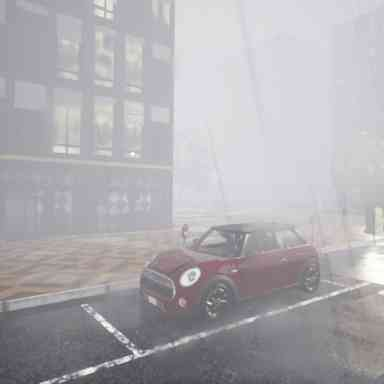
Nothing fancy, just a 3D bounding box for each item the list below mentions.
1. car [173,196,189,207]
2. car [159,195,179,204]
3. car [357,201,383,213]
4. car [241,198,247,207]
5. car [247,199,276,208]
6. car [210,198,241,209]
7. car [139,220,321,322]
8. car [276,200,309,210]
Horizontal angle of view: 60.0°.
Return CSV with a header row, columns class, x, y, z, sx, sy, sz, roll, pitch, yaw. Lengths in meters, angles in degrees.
class,x,y,z,sx,sy,sz,roll,pitch,yaw
car,-2.235,1.719,55.867,1.887,1.381,4.507,1,-1,-35
car,-5.224,1.706,74.592,2.192,1.841,5.009,1,-1,-35
car,20.992,1.712,37.567,1.947,1.339,4.313,1,-1,-35
car,7.884,1.708,56.079,1.967,1.590,4.097,1,-1,-35
car,11.161,1.782,51.450,1.887,1.381,4.507,1,-1,-35
car,4.319,1.664,46.612,2.008,1.369,4.403,1,-1,-35
car,0.905,1.439,7.195,4.097,1.590,1.967,0,1,-36
car,14.438,1.788,46.822,1.802,1.307,4.206,1,-1,-35
